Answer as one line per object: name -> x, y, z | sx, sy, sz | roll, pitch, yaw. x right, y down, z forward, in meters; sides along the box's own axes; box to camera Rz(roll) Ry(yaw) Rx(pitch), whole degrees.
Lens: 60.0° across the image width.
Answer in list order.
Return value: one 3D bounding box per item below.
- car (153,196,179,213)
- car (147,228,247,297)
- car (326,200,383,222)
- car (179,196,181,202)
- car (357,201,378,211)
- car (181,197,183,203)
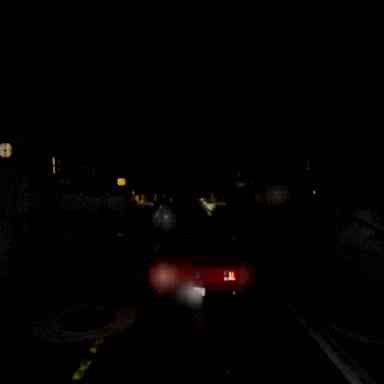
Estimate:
car -> -2.900, 1.329, 34.914 | 2.128, 1.511, 4.902 | 0, 0, 2
car -> 0.100, 1.553, 8.378 | 1.895, 1.301, 4.718 | 0, 0, 0
car -> 12.960, 1.354, 24.537 | 5.357, 1.411, 2.033 | 0, 3, 2
car -> -2.841, 1.335, 45.915 | 1.812, 1.442, 4.674 | 0, 1, 0
car -> 12.482, 1.440, 21.668 | 5.008, 1.535, 1.882 | 0, 3, 2
car -> -2.798, 1.344, 62.080 | 1.994, 1.385, 4.181 | 0, 0, 1
